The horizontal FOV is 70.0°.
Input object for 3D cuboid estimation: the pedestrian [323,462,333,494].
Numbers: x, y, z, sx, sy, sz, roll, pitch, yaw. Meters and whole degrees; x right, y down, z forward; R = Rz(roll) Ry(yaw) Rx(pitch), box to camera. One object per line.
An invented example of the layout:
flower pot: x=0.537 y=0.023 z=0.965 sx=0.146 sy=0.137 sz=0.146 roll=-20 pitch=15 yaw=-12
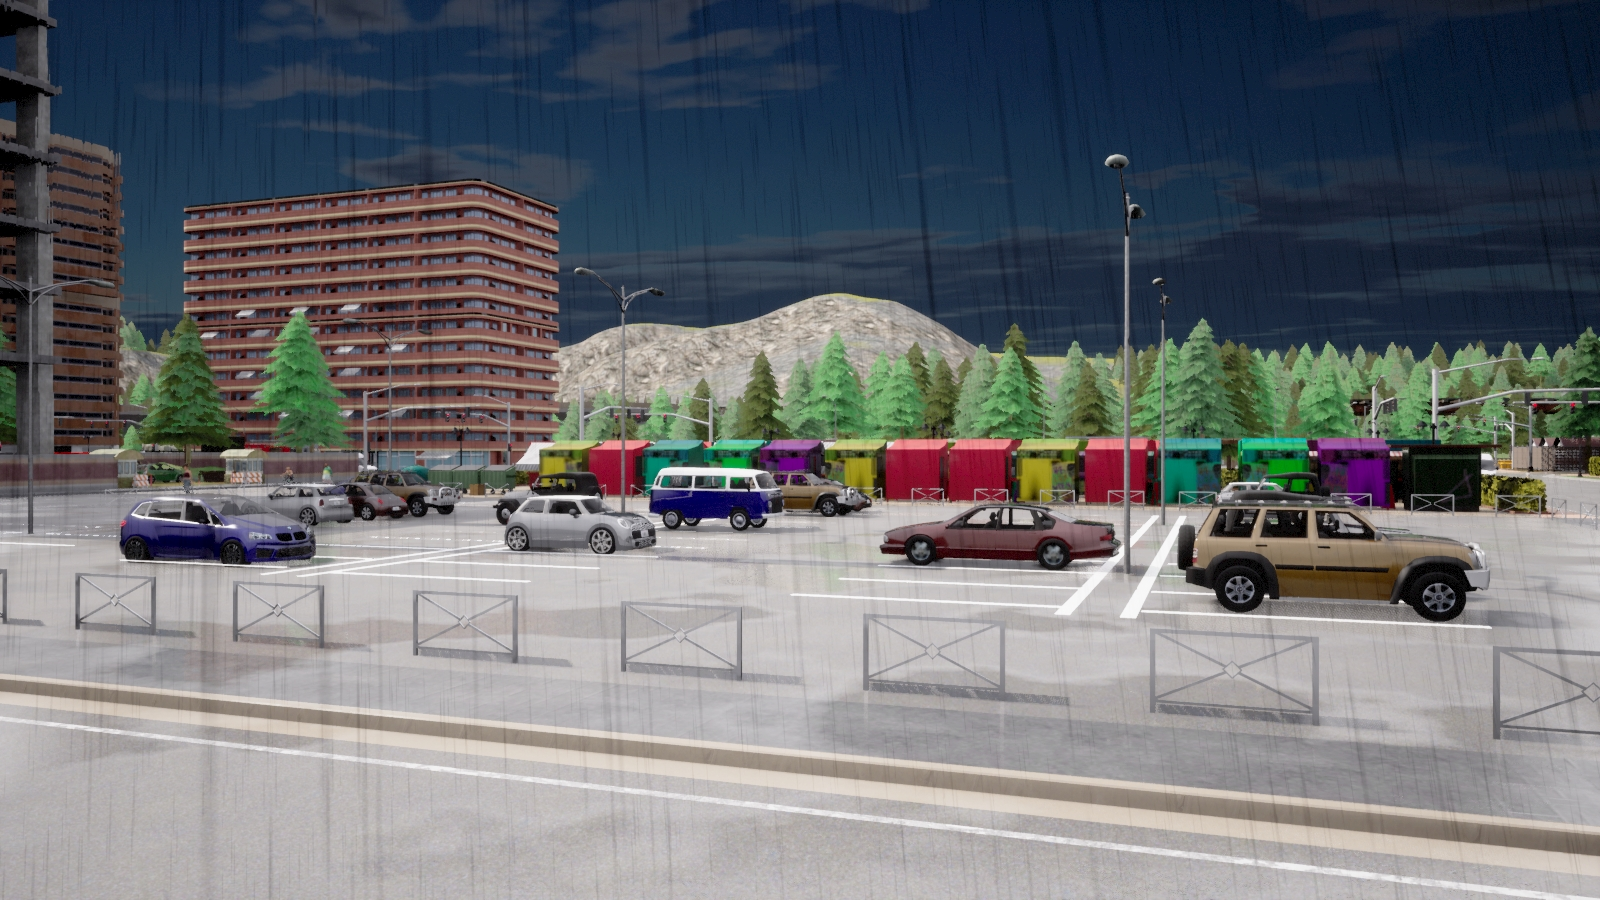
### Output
pedestrian: x=-27.815 y=1.641 z=67.339 sx=0.375 sy=1.860 sz=0.375 roll=0 pitch=0 yaw=17

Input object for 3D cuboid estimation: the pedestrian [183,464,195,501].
pedestrian: x=-31.114 y=1.643 z=58.155 sx=0.375 sy=1.860 sz=0.375 roll=0 pitch=0 yaw=21
